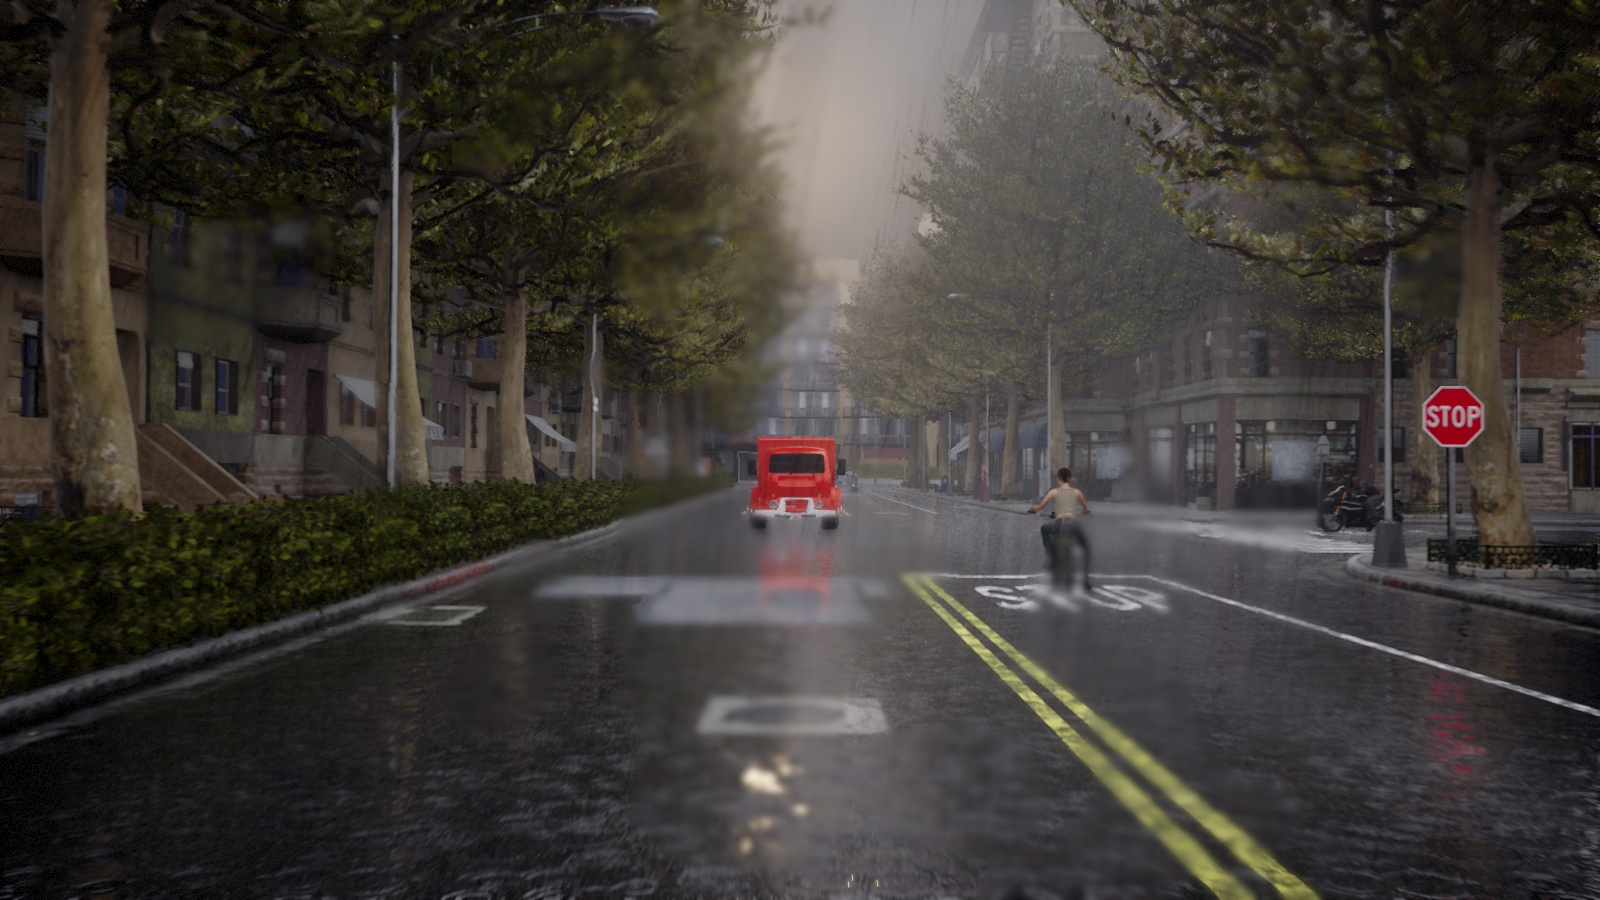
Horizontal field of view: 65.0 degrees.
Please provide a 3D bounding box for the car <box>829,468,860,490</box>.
[{"bbox_3d":[3.272,2.145,93.450,2.152,1.651,5.027,0,-1,0],"label":"car"}]

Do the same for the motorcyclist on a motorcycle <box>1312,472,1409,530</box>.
[{"bbox_3d":[14.989,1.353,33.638,2.191,1.530,0.866,0,-1,0],"label":"motorcyclist on a motorcycle"}]

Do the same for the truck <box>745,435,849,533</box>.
[{"bbox_3d":[-0.085,0.901,34.206,2.627,2.467,5.204,0,-1,0],"label":"truck"}]

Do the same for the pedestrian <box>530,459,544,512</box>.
[{"bbox_3d":[-9.313,1.253,44.468,0.376,1.854,0.720,0,-1,-2],"label":"pedestrian"}]

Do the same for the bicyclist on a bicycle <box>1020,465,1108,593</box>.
[{"bbox_3d":[3.477,1.016,16.664,0.866,1.612,1.509,0,-1,1],"label":"bicyclist on a bicycle"}]
